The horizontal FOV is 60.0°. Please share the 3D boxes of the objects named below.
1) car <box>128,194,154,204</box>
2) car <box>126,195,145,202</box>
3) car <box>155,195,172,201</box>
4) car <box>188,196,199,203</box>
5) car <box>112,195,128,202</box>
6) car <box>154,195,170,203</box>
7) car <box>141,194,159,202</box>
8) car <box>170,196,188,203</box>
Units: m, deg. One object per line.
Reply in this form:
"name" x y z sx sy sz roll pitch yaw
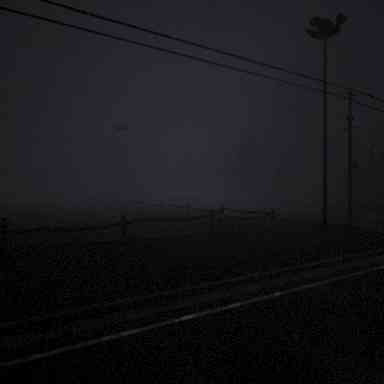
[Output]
"car" -9.589 1.249 62.375 2.097 1.767 4.553 0 0 -34
"car" -12.394 1.348 72.646 2.128 1.511 4.902 0 0 -34
"car" -6.623 1.350 76.607 1.812 1.442 4.674 0 0 -34
"car" -0.658 1.454 67.918 2.033 1.411 5.357 0 0 -34
"car" -15.280 1.363 70.666 2.033 1.411 5.357 0 0 -34
"car" -6.627 1.425 64.244 1.812 1.442 4.674 0 0 -34
"car" -9.508 1.323 74.627 1.837 1.490 4.892 0 0 -34
"car" -3.543 1.451 65.936 2.033 1.411 5.357 0 0 -34
